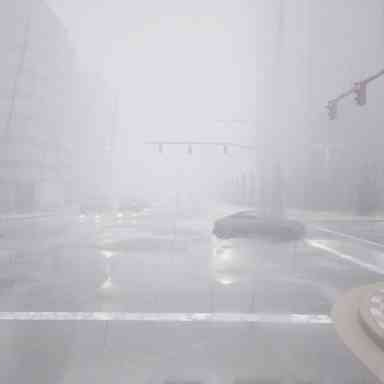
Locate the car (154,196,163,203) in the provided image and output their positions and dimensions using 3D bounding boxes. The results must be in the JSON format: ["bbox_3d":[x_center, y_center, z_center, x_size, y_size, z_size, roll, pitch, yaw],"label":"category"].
[{"bbox_3d":[-6.920,1.564,67.002,1.994,1.385,4.181,0,0,1],"label":"car"}]

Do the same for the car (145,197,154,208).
[{"bbox_3d":[-7.026,1.526,47.529,1.812,1.442,4.674,0,1,-1],"label":"car"}]

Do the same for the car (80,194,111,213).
[{"bbox_3d":[-10.545,1.220,36.777,2.150,2.045,5.566,0,0,0],"label":"car"}]

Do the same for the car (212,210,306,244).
[{"bbox_3d":[3.050,1.511,15.351,4.181,1.385,1.994,0,0,22],"label":"car"}]

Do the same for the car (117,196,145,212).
[{"bbox_3d":[-7.044,1.352,38.123,2.097,1.767,4.553,0,0,0],"label":"car"}]

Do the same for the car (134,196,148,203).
[{"bbox_3d":[-10.400,1.535,68.066,2.033,1.411,5.357,0,0,0],"label":"car"}]

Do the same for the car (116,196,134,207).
[{"bbox_3d":[-10.515,1.477,52.758,1.882,1.535,5.008,0,0,0],"label":"car"}]

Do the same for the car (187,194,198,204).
[{"bbox_3d":[0.097,1.547,66.143,2.033,1.411,5.357,0,0,0],"label":"car"}]

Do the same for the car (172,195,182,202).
[{"bbox_3d":[-3.388,1.494,76.045,2.128,1.511,4.902,0,0,0],"label":"car"}]

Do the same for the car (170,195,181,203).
[{"bbox_3d":[-3.402,1.505,66.718,1.837,1.490,4.892,0,0,0],"label":"car"}]
